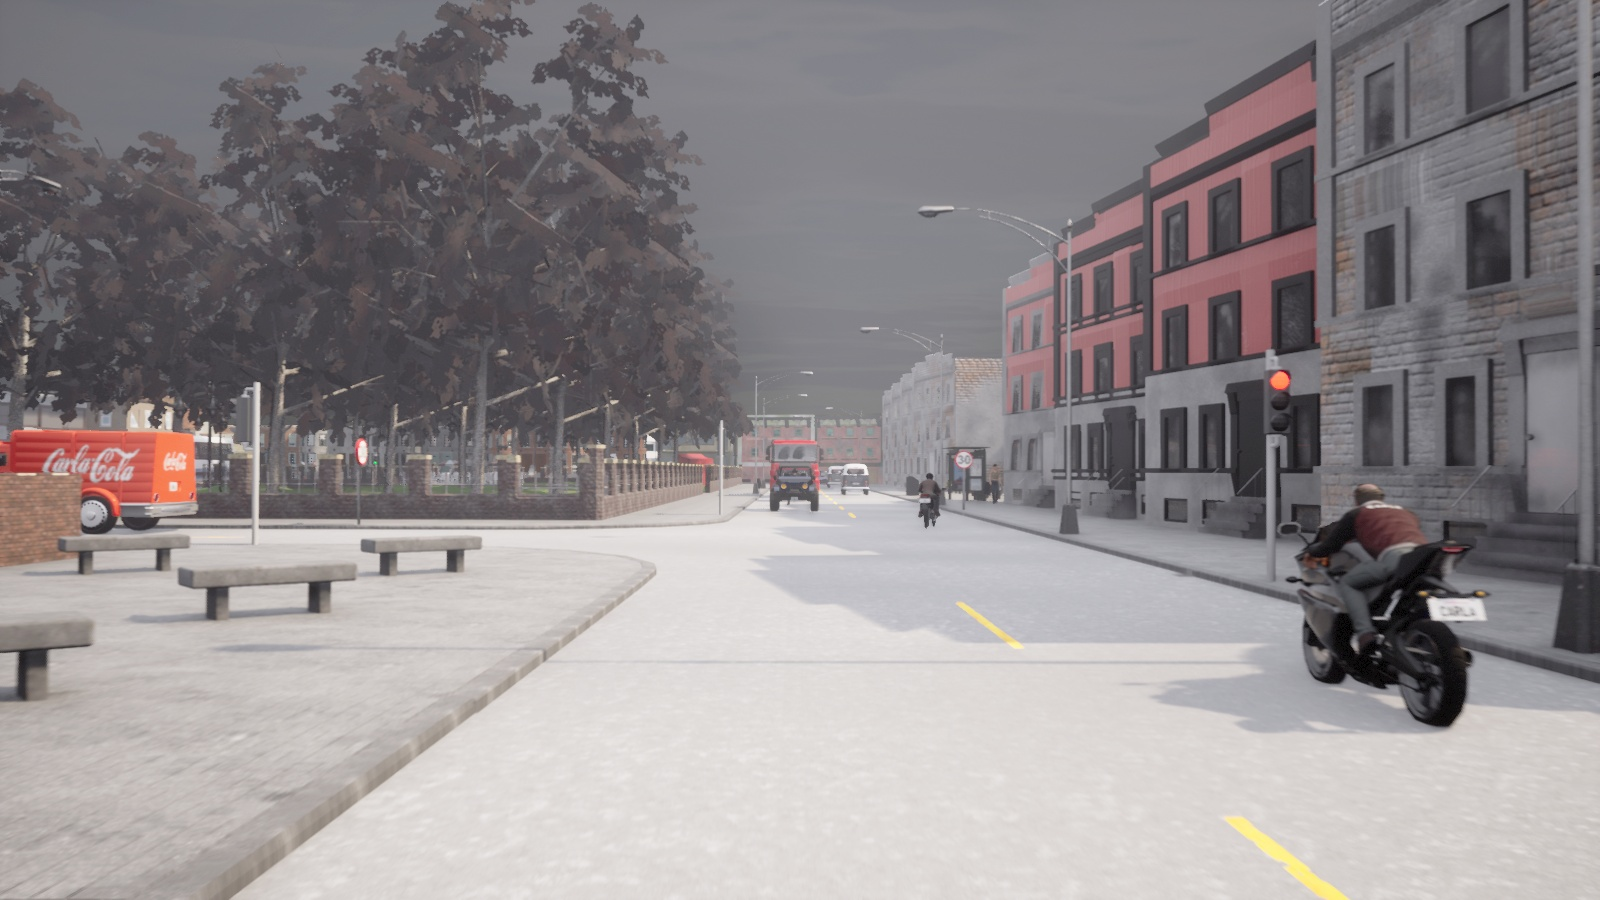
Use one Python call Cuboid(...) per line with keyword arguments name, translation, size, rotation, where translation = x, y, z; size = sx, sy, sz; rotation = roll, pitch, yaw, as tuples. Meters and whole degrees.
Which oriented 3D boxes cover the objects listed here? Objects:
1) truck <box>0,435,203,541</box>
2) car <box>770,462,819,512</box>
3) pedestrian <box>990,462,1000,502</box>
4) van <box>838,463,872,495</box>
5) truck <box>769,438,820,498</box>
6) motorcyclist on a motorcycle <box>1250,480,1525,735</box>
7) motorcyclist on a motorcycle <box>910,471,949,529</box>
Cuboid(name="truck", translation=(-17.779, 0.912, 30.629), size=(5.204, 2.467, 2.627), rotation=(0, -1, -1))
Cuboid(name="car", translation=(-0.197, 1.449, 50.011), size=(1.905, 1.878, 3.866), rotation=(0, -1, 0))
Cuboid(name="pedestrian", translation=(8.869, 1.446, 57.164), size=(0.345, 1.836, 0.594), rotation=(0, -1, -2))
Cuboid(name="van", translation=(3.647, 1.933, 84.215), size=(2.069, 2.038, 4.480), rotation=(0, -1, 0))
Cuboid(name="truck", translation=(-0.322, 1.111, 76.302), size=(2.891, 3.462, 7.936), rotation=(0, -1, 0))
Cuboid(name="motorcyclist on a motorcycle", translation=(3.967, 0.980, 8.736), size=(0.866, 1.530, 2.191), rotation=(0, -1, 0))
Cuboid(name="motorcyclist on a motorcycle", translation=(3.609, 1.364, 34.774), size=(0.797, 1.523, 2.044), rotation=(-2, -1, 13))
